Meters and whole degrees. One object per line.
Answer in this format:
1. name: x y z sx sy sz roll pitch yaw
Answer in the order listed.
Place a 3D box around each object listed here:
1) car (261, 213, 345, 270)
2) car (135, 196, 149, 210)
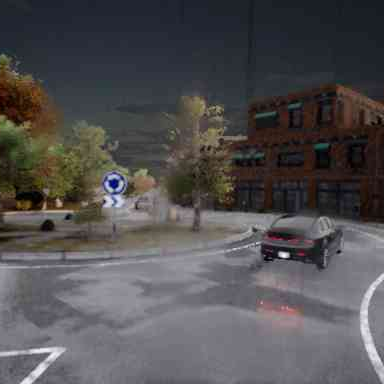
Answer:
1. car: 3.883 1.488 11.312 1.837 1.490 4.892 1 1 33
2. car: -6.903 1.705 46.105 2.128 1.511 4.902 0 0 -11
